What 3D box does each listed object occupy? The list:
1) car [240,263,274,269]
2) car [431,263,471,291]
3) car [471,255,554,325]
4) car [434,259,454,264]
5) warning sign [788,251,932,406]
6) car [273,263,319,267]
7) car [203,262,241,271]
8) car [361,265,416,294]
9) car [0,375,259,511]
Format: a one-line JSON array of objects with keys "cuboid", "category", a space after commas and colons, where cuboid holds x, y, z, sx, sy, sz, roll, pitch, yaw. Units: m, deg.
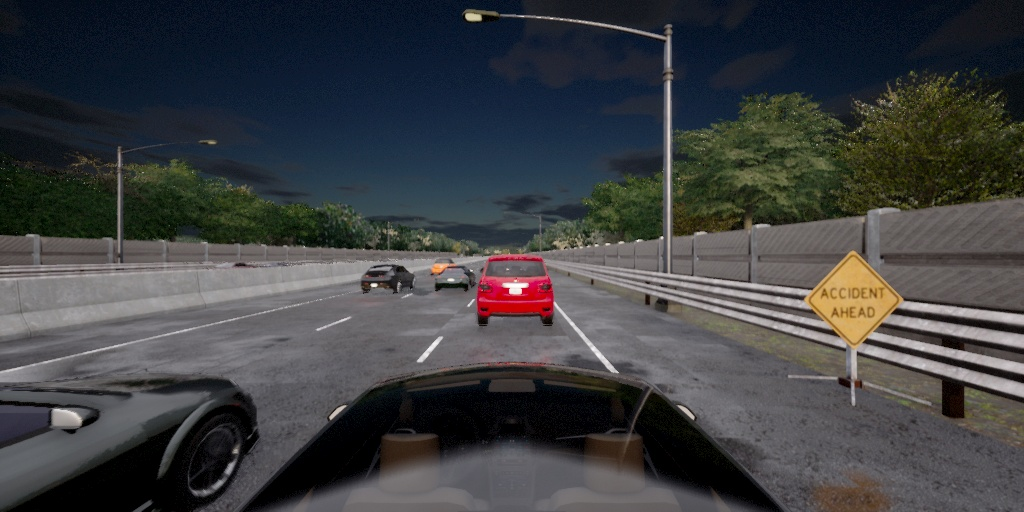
[{"cuboid": [-21.051, 1.305, 31.437, 1.994, 1.385, 4.181, 0, 0, 0], "category": "car"}, {"cuboid": [-3.371, 1.306, 21.849, 1.994, 1.385, 4.181, 0, 0, 0], "category": "car"}, {"cuboid": [0.102, 0.971, 11.877, 2.150, 2.045, 5.566, 0, 0, 0], "category": "car"}, {"cuboid": [-6.847, 1.091, 36.897, 2.097, 1.767, 4.553, 0, 0, 0], "category": "car"}, {"cuboid": [4.554, 0.864, 4.804, 1.300, 1.860, 1.060, 0, 0, 0], "category": "warning sign"}, {"cuboid": [-17.556, 1.342, 30.440, 1.895, 1.301, 4.718, 0, 0, 0], "category": "car"}, {"cuboid": [-24.552, 1.266, 31.292, 1.812, 1.442, 4.674, 0, 0, 0], "category": "car"}, {"cuboid": [-6.876, 1.246, 20.346, 1.837, 1.490, 4.892, 0, -1, 0], "category": "car"}, {"cuboid": [-3.400, 1.313, 1.682, 1.994, 1.385, 4.181, 0, 0, 0], "category": "car"}]
